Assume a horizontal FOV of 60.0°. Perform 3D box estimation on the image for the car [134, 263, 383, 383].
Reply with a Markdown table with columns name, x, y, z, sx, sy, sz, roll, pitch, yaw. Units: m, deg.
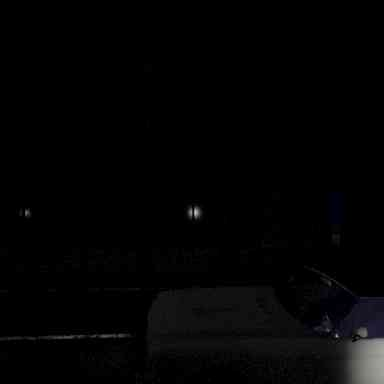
| name | x | y | z | sx | sy | sz | roll | pitch | yaw |
| --- | --- | --- | --- | --- | --- | --- | --- | --- | --- |
| car | 1.726 | 1.601 | 3.966 | 4.718 | 1.301 | 1.895 | 0 | 0 | -3 |
